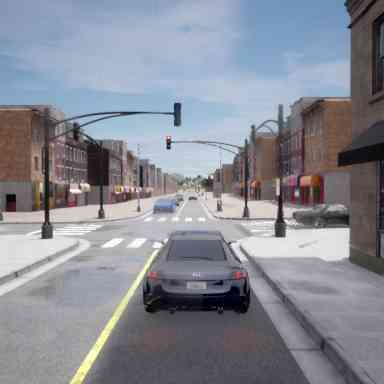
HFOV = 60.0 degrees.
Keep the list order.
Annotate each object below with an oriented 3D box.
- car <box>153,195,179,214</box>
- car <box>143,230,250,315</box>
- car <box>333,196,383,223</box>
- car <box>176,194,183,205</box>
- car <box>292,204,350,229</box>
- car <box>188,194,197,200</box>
[{"bbox_3d":[-2.780,1.357,34.083,1.882,1.535,5.008,0,0,2],"label":"car"},{"bbox_3d":[0.102,1.556,7.653,1.994,1.385,4.181,0,0,1],"label":"car"},{"bbox_3d":[12.201,1.072,21.910,5.008,1.535,1.882,-2,1,0],"label":"car"},{"bbox_3d":[-2.757,1.287,47.380,2.128,1.511,4.902,0,1,0],"label":"car"},{"bbox_3d":[8.313,1.353,18.942,4.718,1.301,1.895,-2,1,3],"label":"car"},{"bbox_3d":[0.152,1.197,74.192,1.895,1.301,4.718,0,0,0],"label":"car"}]
